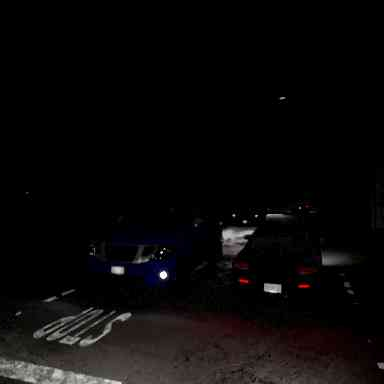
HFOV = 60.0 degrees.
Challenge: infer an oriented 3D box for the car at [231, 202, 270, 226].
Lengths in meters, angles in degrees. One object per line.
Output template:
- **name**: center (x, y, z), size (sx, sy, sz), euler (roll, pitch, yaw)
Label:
- **car**: center (4.080, 1.609, 23.295), size (1.895, 1.301, 4.718), euler (0, 0, 19)

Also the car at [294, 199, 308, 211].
- **car**: center (15.379, 1.743, 46.883), size (1.882, 1.535, 5.008), euler (0, -1, 19)

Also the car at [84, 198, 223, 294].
- **car**: center (-0.645, 1.222, 9.362), size (2.150, 2.045, 5.566), euler (0, 0, 18)

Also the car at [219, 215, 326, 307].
- **car**: center (2.162, 1.527, 8.034), size (1.812, 1.442, 4.674), euler (0, 0, 19)

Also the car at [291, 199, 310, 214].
- **car**: center (12.204, 1.693, 37.380), size (1.994, 1.385, 4.181), euler (0, -1, 19)

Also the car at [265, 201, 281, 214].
- **car**: center (8.546, 1.665, 36.294), size (1.994, 1.385, 4.181), euler (0, -1, 19)
